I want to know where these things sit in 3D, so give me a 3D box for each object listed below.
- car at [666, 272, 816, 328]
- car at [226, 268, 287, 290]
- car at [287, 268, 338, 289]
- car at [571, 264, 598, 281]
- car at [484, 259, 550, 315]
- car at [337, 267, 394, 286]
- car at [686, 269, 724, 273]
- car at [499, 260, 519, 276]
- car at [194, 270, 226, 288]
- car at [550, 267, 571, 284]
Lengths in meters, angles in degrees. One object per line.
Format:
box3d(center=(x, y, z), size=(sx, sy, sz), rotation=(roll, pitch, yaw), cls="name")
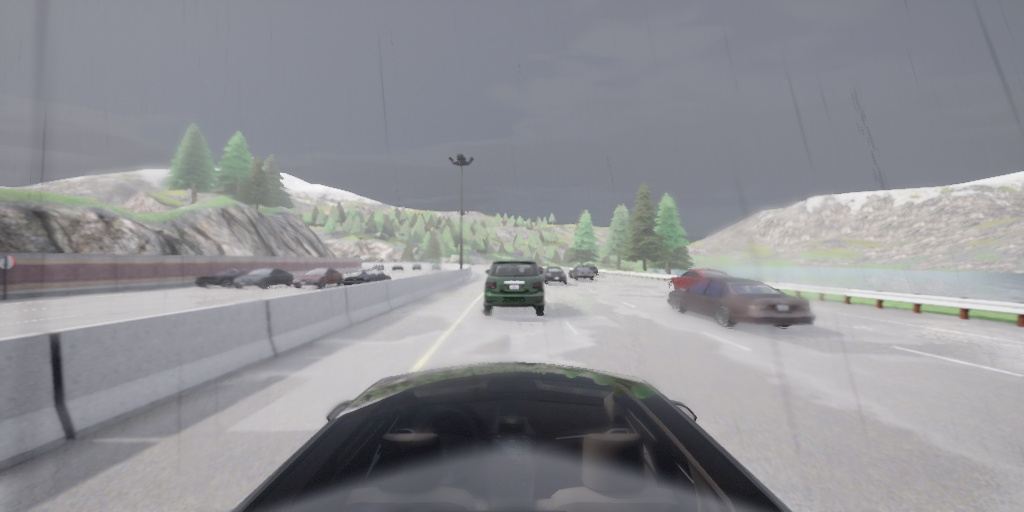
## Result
box3d(center=(7.081, 1.431, 11.864), size=(2.033, 1.411, 5.357), rotation=(0, -1, 0), cls="car")
box3d(center=(-17.615, 1.591, 25.784), size=(1.812, 1.442, 4.674), rotation=(0, -1, 0), cls="car")
box3d(center=(-14.118, 1.601, 26.554), size=(1.812, 1.442, 4.674), rotation=(0, -1, 0), cls="car")
box3d(center=(7.051, 1.759, 36.843), size=(2.033, 1.411, 5.357), rotation=(0, -1, -1), cls="car")
box3d(center=(0.087, 1.142, 14.532), size=(2.150, 2.045, 5.566), rotation=(0, 0, 0), cls="car")
box3d(center=(-10.611, 1.674, 26.408), size=(1.895, 1.301, 4.718), rotation=(0, -1, 0), cls="car")
box3d(center=(10.592, 1.469, 20.081), size=(1.882, 1.535, 5.008), rotation=(0, 0, 0), cls="car")
box3d(center=(-0.468, 1.582, 48.121), size=(2.150, 2.045, 5.566), rotation=(0, -1, -5), cls="car")
box3d(center=(-21.112, 1.682, 27.031), size=(1.895, 1.301, 4.718), rotation=(0, -1, 0), cls="car")
box3d(center=(3.592, 1.661, 31.094), size=(1.812, 1.442, 4.674), rotation=(0, -1, 0), cls="car")
